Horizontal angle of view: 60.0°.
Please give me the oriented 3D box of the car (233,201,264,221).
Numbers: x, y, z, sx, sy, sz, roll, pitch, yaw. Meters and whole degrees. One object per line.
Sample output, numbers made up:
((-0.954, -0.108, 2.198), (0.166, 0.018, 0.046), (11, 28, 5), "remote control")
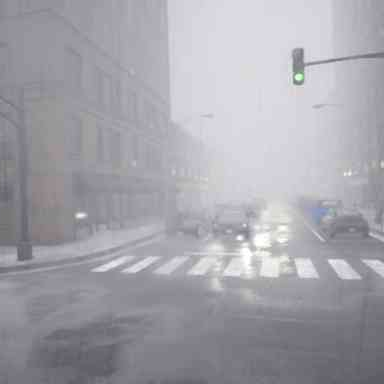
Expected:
((4.822, 1.697, 28.070), (1.895, 1.301, 4.718), (-2, 0, 14), "car")

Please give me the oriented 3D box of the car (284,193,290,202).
((21.550, 1.504, 72.077), (1.887, 1.381, 4.507), (-2, 0, 14), "car")

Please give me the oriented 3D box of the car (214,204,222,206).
((1.290, 1.754, 24.440), (1.802, 1.307, 4.206), (-2, -1, 14), "car")

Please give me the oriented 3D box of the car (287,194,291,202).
((17.430, 1.473, 55.711), (1.752, 1.417, 4.829), (-2, -1, 14), "car")

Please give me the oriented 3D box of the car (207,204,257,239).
((2.330, 1.612, 18.165), (1.812, 1.442, 4.674), (-2, -1, 14), "car")

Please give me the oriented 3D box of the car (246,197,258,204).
((12.385, 1.758, 68.524), (2.008, 1.369, 4.403), (-2, 0, 14), "car")

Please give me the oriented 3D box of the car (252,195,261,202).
((16.542, 1.659, 85.056), (1.967, 1.590, 4.097), (-2, 0, 14), "car")

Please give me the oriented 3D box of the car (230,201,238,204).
((2.677, 1.743, 29.951), (1.947, 1.339, 4.313), (-2, -1, 14), "car")

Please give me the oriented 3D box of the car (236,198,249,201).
((5.450, 1.738, 40.972), (2.008, 1.369, 4.403), (-2, -1, 14), "car")

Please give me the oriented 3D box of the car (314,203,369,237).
((7.681, 1.465, 16.973), (2.008, 1.369, 4.403), (-2, -1, 14), "car")

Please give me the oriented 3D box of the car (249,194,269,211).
((8.591, 1.460, 42.964), (2.097, 1.767, 4.553), (-2, 0, 14), "car")

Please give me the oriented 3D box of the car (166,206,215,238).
((-0.097, 1.732, 18.930), (1.947, 1.339, 4.313), (-2, -1, 14), "car")

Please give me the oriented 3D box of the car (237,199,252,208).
((8.224, 1.761, 51.992), (1.947, 1.339, 4.313), (-2, -1, 14), "car")

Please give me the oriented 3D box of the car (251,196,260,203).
((15.159, 1.781, 79.545), (1.947, 1.339, 4.313), (-2, 0, 14), "car")

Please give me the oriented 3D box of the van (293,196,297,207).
((13.222, 1.276, 39.017), (1.690, 1.788, 3.998), (-2, -1, 14), "van")

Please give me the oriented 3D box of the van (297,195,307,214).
((11.835, 1.271, 33.506), (1.690, 1.788, 3.998), (-2, -1, 14), "van")

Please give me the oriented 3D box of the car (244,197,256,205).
((10.998, 1.748, 63.014), (1.887, 1.381, 4.507), (-2, -1, 14), "car")

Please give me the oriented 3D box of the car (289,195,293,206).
((16.004, 1.525, 50.035), (1.802, 1.307, 4.206), (-2, -1, 14), "car")

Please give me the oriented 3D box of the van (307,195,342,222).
((9.061, 1.261, 22.485), (1.690, 1.788, 3.998), (-2, -1, 14), "van")

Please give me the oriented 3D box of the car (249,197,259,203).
((13.772, 1.756, 74.035), (1.887, 1.381, 4.507), (-2, 0, 14), "car")

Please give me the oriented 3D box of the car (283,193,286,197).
((22.934, 1.403, 77.589), (1.967, 1.590, 4.097), (-2, 0, 14), "car")
